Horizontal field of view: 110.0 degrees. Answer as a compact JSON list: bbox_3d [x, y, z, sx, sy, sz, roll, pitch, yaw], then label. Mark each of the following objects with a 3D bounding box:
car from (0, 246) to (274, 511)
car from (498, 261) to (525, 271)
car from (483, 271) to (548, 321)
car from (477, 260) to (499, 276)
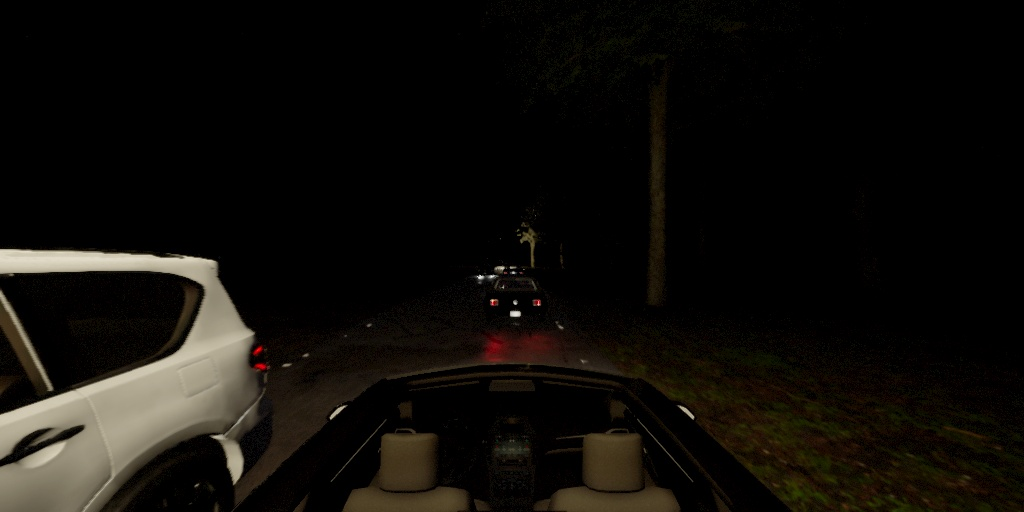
[{"bbox_3d":[-2.851,0.972,0.363,2.150,2.045,5.566,0,0,0],"label":"car"},{"bbox_3d":[0.109,1.387,30.463,2.033,1.411,5.357,0,0,0],"label":"car"},{"bbox_3d":[0.103,1.358,12.404,1.895,1.301,4.718,0,0,0],"label":"car"},{"bbox_3d":[-2.828,1.474,40.545,2.033,1.411,5.357,0,-1,0],"label":"car"}]
